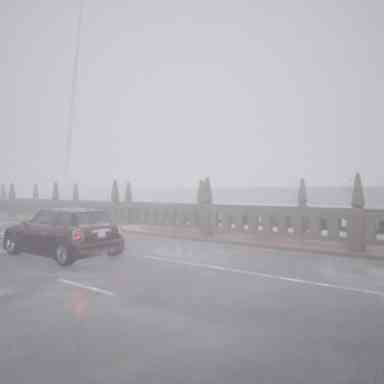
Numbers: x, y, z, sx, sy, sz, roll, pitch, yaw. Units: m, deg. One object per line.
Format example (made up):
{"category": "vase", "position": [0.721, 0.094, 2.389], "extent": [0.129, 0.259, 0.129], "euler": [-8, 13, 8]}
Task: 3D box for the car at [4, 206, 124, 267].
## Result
{"category": "car", "position": [-4.482, 1.311, 11.433], "extent": [4.553, 1.767, 2.097], "euler": [0, 0, 36]}
